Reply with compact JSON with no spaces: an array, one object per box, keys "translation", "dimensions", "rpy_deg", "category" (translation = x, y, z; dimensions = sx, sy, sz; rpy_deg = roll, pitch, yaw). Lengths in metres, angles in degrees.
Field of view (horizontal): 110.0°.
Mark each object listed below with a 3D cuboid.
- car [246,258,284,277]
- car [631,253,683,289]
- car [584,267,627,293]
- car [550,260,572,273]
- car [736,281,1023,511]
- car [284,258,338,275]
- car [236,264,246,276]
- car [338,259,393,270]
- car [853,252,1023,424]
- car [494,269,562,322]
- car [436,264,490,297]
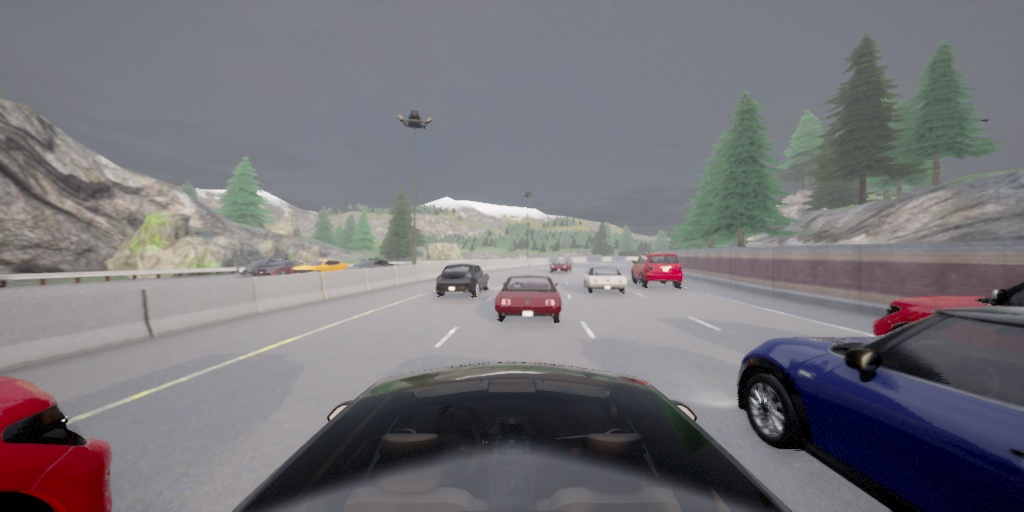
[{"translation":[-18.487,1.045,28.937],"dimensions":[1.994,1.385,4.181],"rpy_deg":[0,0,11],"category":"car"},{"translation":[8.940,0.851,22.485],"dimensions":[2.150,2.045,5.566],"rpy_deg":[0,0,9],"category":"car"},{"translation":[4.980,1.236,19.726],"dimensions":[1.895,1.301,4.718],"rpy_deg":[0,0,8],"category":"car"},{"translation":[5.306,1.101,38.193],"dimensions":[1.895,1.301,4.718],"rpy_deg":[0,0,16],"category":"car"},{"translation":[3.681,1.112,2.342],"dimensions":[2.097,1.767,4.553],"rpy_deg":[0,1,0],"category":"car"},{"translation":[-15.053,0.975,28.377],"dimensions":[1.882,1.535,5.008],"rpy_deg":[0,0,11],"category":"car"},{"translation":[-21.552,0.942,31.555],"dimensions":[2.128,1.511,4.902],"rpy_deg":[0,0,11],"category":"car"},{"translation":[-11.382,1.012,28.932],"dimensions":[1.837,1.490,4.892],"rpy_deg":[0,0,11],"category":"car"},{"translation":[7.166,0.984,3.646],"dimensions":[2.150,2.045,5.566],"rpy_deg":[0,0,1],"category":"car"},{"translation":[0.605,1.277,12.027],"dimensions":[1.895,1.301,4.718],"rpy_deg":[0,0,4],"category":"car"},{"translation":[-2.301,1.128,17.738],"dimensions":[1.837,1.490,4.892],"rpy_deg":[0,0,7],"category":"car"}]
